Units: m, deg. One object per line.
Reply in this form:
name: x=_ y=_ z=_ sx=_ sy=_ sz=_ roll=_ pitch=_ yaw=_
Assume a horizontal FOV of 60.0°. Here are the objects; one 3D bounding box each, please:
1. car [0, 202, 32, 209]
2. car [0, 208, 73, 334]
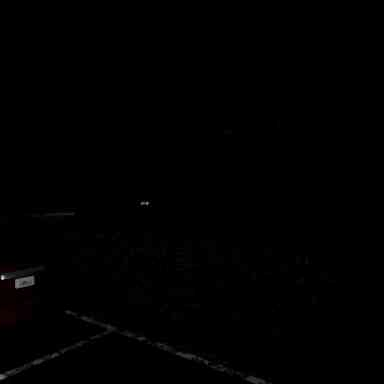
car: x=-17.483 y=1.654 z=30.917 sx=2.128 sy=1.511 sz=4.902 roll=-1 pitch=-1 yaw=37
car: x=-4.212 y=1.316 z=5.967 sx=5.009 sy=1.841 sz=2.192 roll=0 pitch=-1 yaw=36
